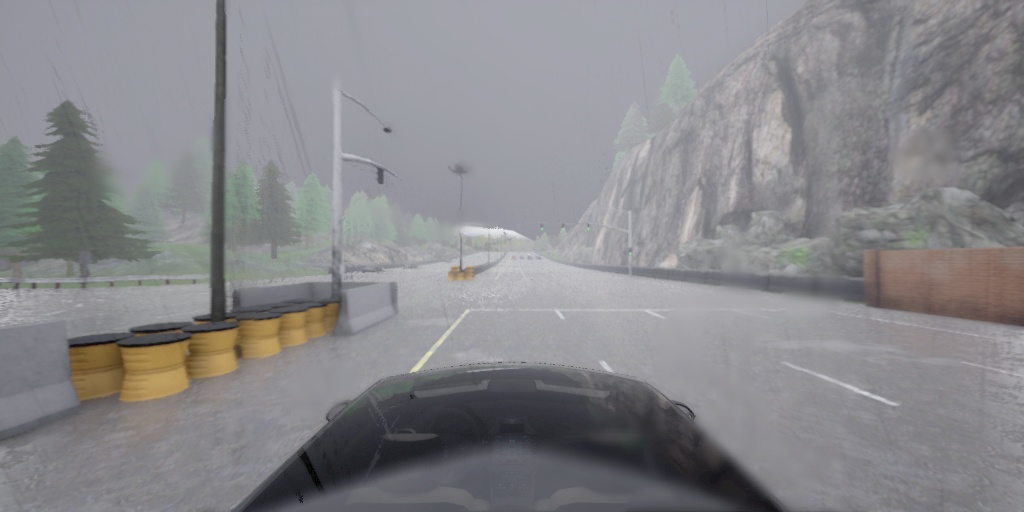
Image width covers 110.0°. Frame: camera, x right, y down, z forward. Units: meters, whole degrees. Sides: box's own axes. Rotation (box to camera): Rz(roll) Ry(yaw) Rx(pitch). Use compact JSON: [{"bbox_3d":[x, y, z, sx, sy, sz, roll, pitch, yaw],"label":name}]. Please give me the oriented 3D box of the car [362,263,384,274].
[{"bbox_3d":[-20.974,1.920,54.192,1.837,1.490,4.892,0,1,0],"label":"car"}]
